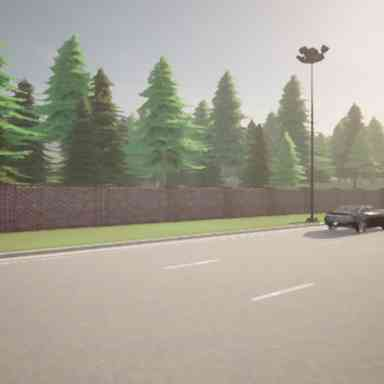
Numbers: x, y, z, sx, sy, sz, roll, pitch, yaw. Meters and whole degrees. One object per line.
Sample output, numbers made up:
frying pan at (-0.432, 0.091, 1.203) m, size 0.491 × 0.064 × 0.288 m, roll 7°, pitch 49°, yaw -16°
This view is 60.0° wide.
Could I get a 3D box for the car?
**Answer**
car at (9.674, 1.479, 19.249) m, size 4.902 × 1.511 × 2.128 m, roll 0°, pitch 0°, yaw -36°
